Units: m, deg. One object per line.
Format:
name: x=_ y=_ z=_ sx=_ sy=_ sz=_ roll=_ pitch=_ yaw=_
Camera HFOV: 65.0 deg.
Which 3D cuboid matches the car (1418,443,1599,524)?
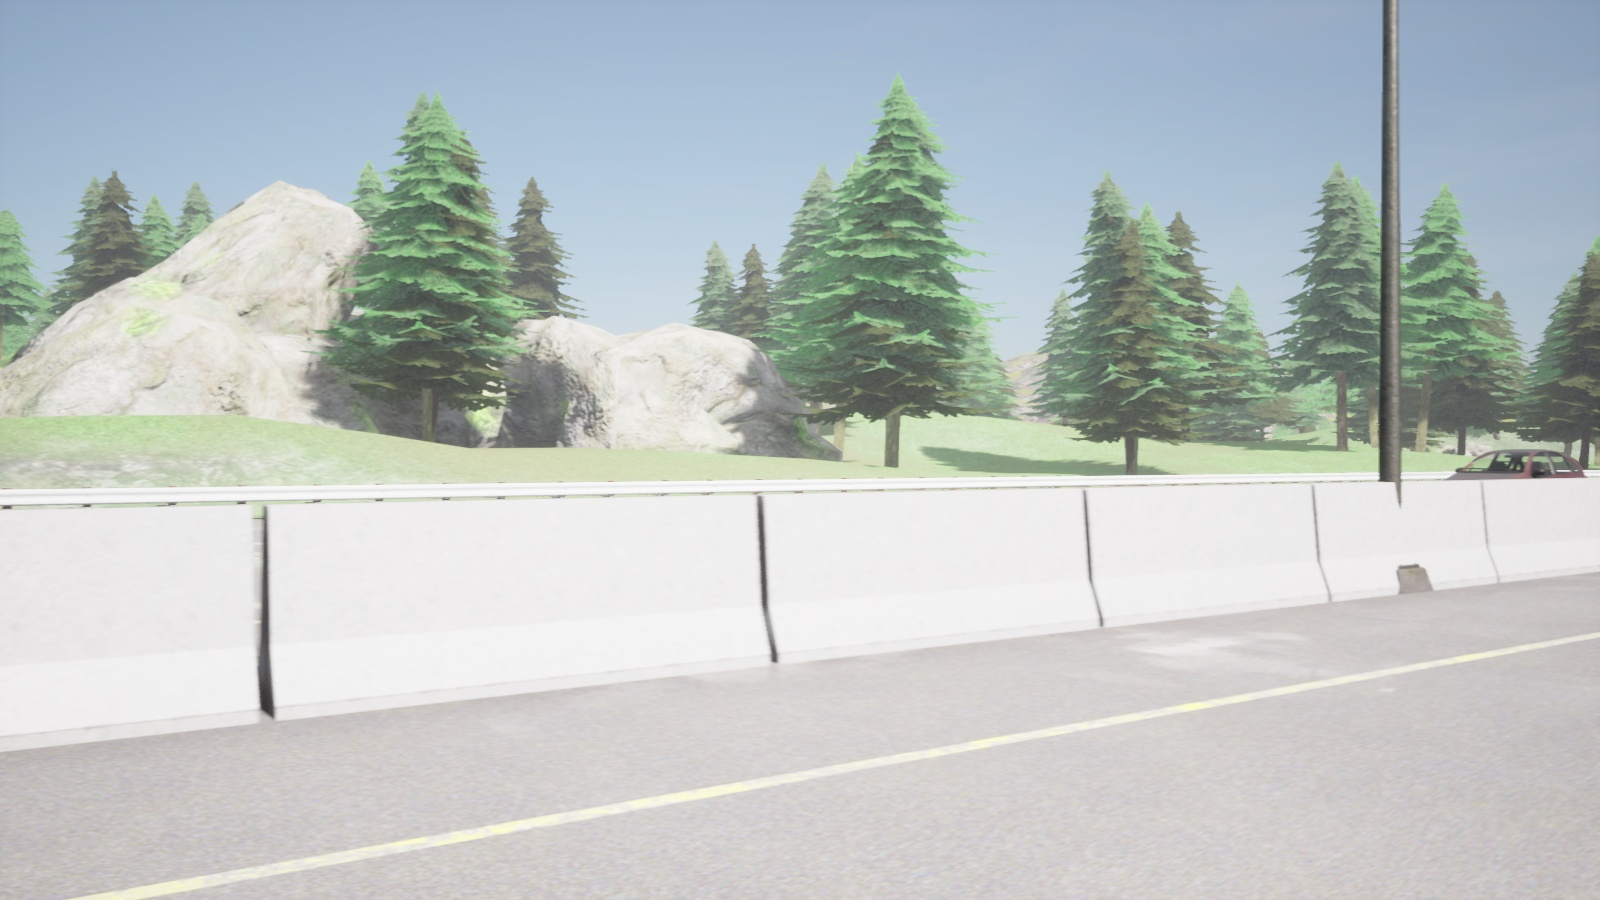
car: x=15.319 y=0.677 z=27.115 sx=3.988 sy=1.617 sz=1.851 roll=0 pitch=0 yaw=-35
